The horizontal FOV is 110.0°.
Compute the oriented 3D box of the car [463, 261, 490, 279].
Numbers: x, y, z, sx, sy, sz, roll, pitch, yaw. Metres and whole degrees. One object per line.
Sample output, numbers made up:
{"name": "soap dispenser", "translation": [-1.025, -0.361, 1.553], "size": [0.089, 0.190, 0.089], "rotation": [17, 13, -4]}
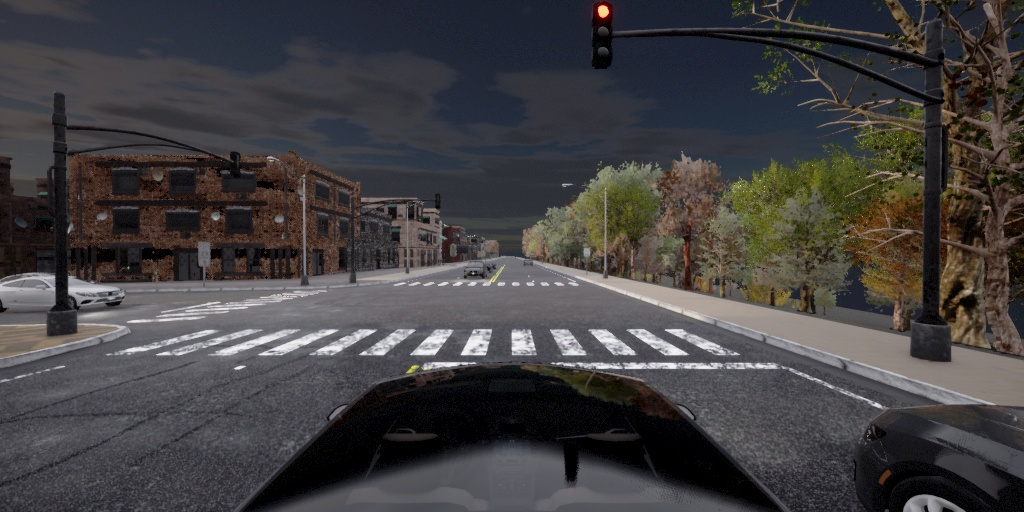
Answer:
{"name": "car", "translation": [-3.316, 1.251, 33.070], "size": [1.837, 1.490, 4.892], "rotation": [0, 0, 0]}

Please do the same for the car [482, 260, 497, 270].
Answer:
{"name": "car", "translation": [-3.327, 1.346, 53.089], "size": [1.895, 1.301, 4.718], "rotation": [0, 0, 0]}

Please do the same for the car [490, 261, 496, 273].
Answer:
{"name": "car", "translation": [-3.325, 1.346, 42.992], "size": [1.895, 1.301, 4.718], "rotation": [0, 0, 0]}

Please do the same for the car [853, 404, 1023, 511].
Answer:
{"name": "car", "translation": [3.348, 1.255, 0.518], "size": [1.837, 1.490, 4.892], "rotation": [0, 0, 0]}

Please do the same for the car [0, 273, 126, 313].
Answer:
{"name": "car", "translation": [-19.504, 1.569, 15.305], "size": [4.674, 1.442, 1.812], "rotation": [-1, 1, -1]}
